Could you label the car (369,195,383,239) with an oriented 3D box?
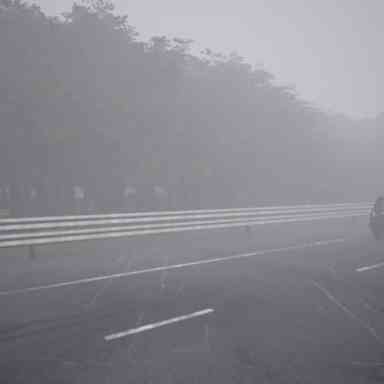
[{"bbox_3d":[10.467,1.144,15.516,5.566,2.045,2.150,0,0,-36],"label":"car"}]
